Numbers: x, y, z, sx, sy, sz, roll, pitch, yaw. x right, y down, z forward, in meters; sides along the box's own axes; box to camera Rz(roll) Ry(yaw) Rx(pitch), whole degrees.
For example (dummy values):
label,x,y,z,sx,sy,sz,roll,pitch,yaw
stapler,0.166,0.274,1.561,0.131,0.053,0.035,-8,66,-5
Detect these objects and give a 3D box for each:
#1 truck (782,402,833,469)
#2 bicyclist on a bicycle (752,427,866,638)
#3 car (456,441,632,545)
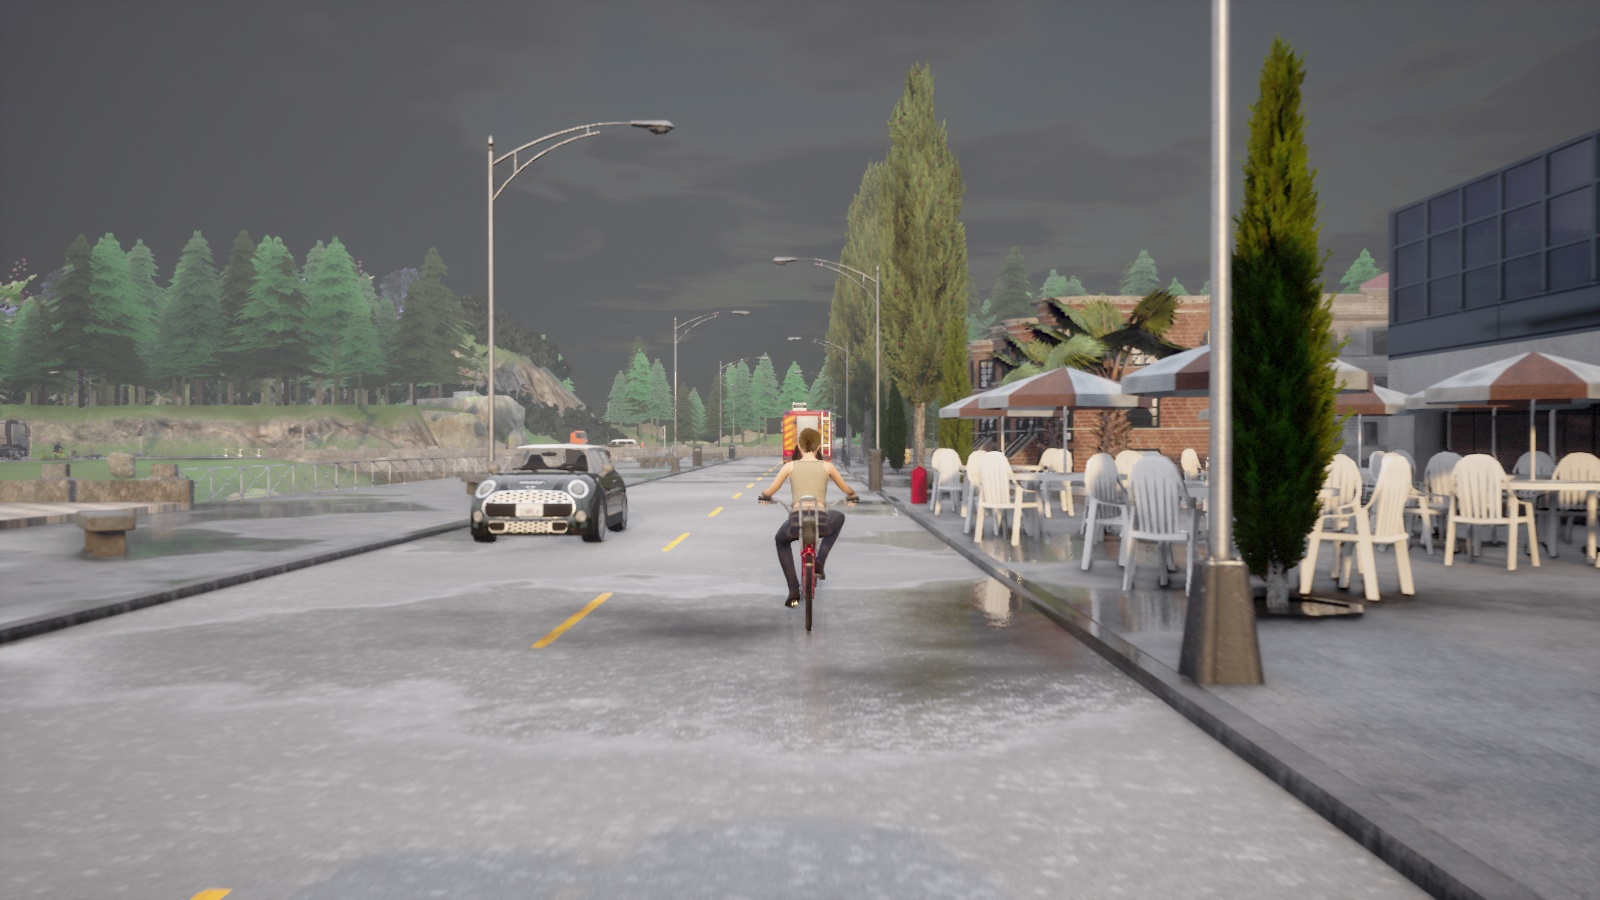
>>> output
label,x,y,z,sx,sy,sz,roll,pitch,yaw
truck,0.437,-0.845,75.824,2.891,3.827,8.468,0,0,0
bicyclist on a bicycle,0.073,0.625,10.356,0.866,1.612,1.509,0,0,0
car,-3.875,0.598,19.661,1.970,1.475,3.806,0,0,0
